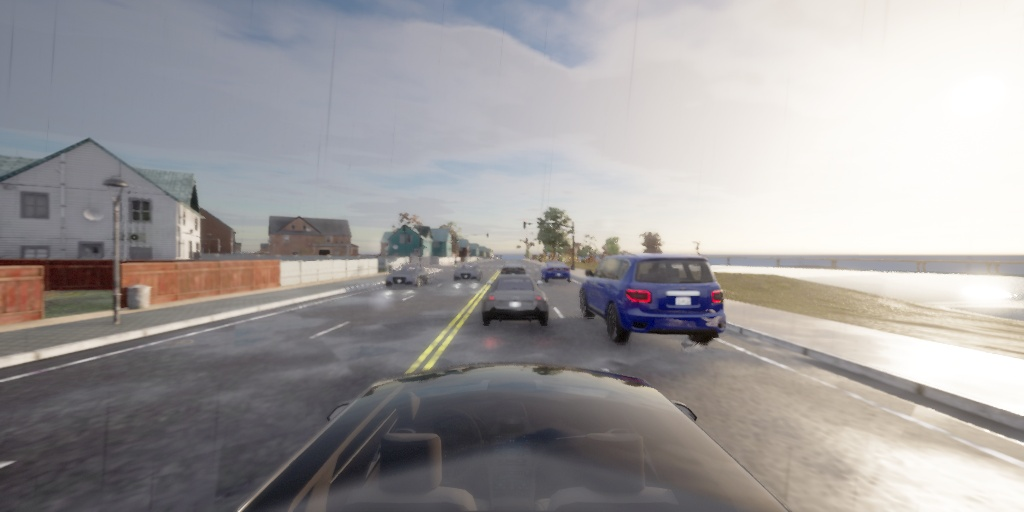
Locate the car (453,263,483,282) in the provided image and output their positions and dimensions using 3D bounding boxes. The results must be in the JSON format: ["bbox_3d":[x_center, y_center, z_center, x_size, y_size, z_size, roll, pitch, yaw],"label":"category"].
[{"bbox_3d":[-3.348,1.268,27.989,1.994,1.385,4.181,0,0,0],"label":"car"}]

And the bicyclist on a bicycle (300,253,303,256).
[{"bbox_3d":[-29.623,0.468,50.450,0.582,1.620,1.656,1,0,-35],"label":"bicyclist on a bicycle"}]

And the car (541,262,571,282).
[{"bbox_3d":[3.339,1.181,27.958,1.882,1.535,5.008,0,0,0],"label":"car"}]

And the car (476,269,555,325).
[{"bbox_3d":[0.090,1.294,11.798,1.994,1.385,4.181,0,0,0],"label":"car"}]

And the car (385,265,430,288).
[{"bbox_3d":[-6.602,1.276,23.000,1.994,1.385,4.181,0,0,0],"label":"car"}]

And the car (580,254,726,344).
[{"bbox_3d":[3.338,0.957,9.664,2.150,2.045,5.566,0,0,0],"label":"car"}]

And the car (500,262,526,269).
[{"bbox_3d":[0.089,1.181,27.988,1.882,1.535,5.008,0,0,0],"label":"car"}]
